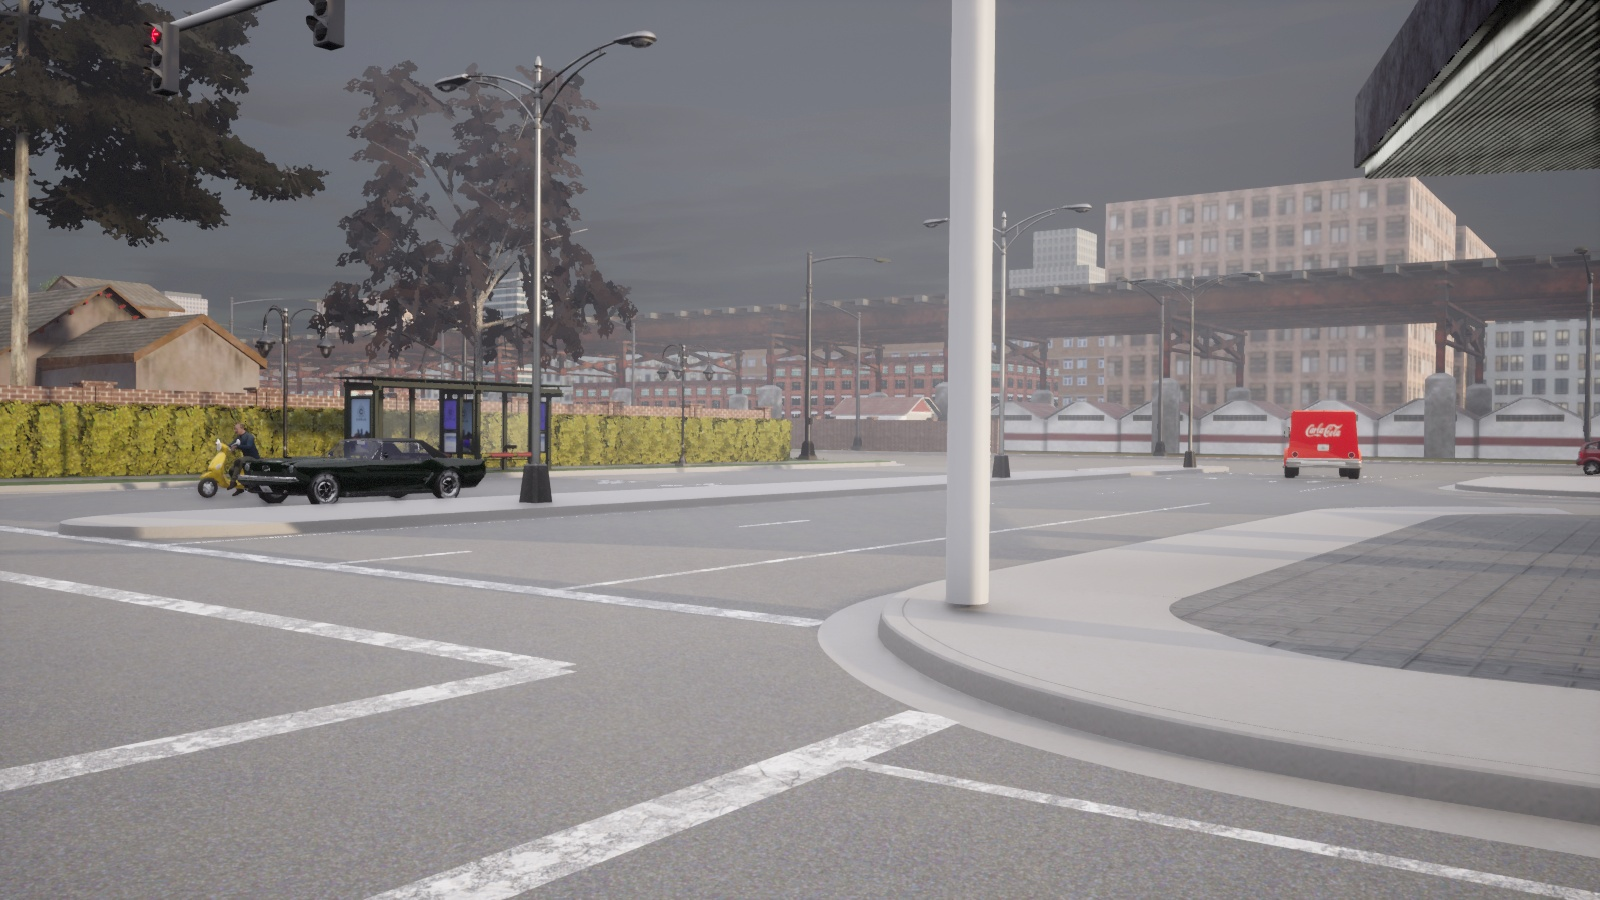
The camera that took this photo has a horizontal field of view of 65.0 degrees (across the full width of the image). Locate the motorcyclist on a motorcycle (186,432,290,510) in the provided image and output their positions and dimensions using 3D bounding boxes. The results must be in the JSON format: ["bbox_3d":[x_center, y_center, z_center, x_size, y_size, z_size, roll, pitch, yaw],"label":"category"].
[{"bbox_3d":[-11.985,0.427,26.842,0.866,1.590,1.817,0,1,35],"label":"motorcyclist on a motorcycle"}]

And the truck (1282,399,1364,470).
[{"bbox_3d":[19.224,-0.563,46.375,2.627,2.467,5.204,0,1,21],"label":"truck"}]

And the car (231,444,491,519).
[{"bbox_3d":[-8.724,0.564,25.371,1.895,1.301,4.718,0,1,35],"label":"car"}]

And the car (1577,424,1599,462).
[{"bbox_3d":[34.337,-0.309,51.861,3.705,1.549,1.789,0,1,34],"label":"car"}]
